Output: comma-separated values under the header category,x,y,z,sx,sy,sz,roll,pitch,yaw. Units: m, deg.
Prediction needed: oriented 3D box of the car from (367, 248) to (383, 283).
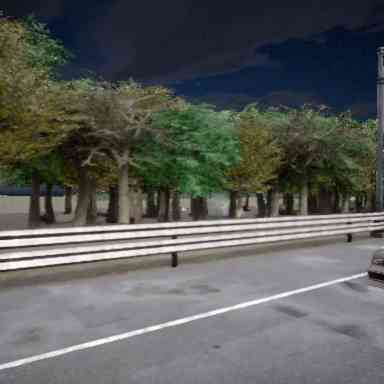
category,x,y,z,sx,sy,sz,roll,pitch,yaw
car,6.654,1.673,8.588,5.357,1.411,2.033,1,0,-35
